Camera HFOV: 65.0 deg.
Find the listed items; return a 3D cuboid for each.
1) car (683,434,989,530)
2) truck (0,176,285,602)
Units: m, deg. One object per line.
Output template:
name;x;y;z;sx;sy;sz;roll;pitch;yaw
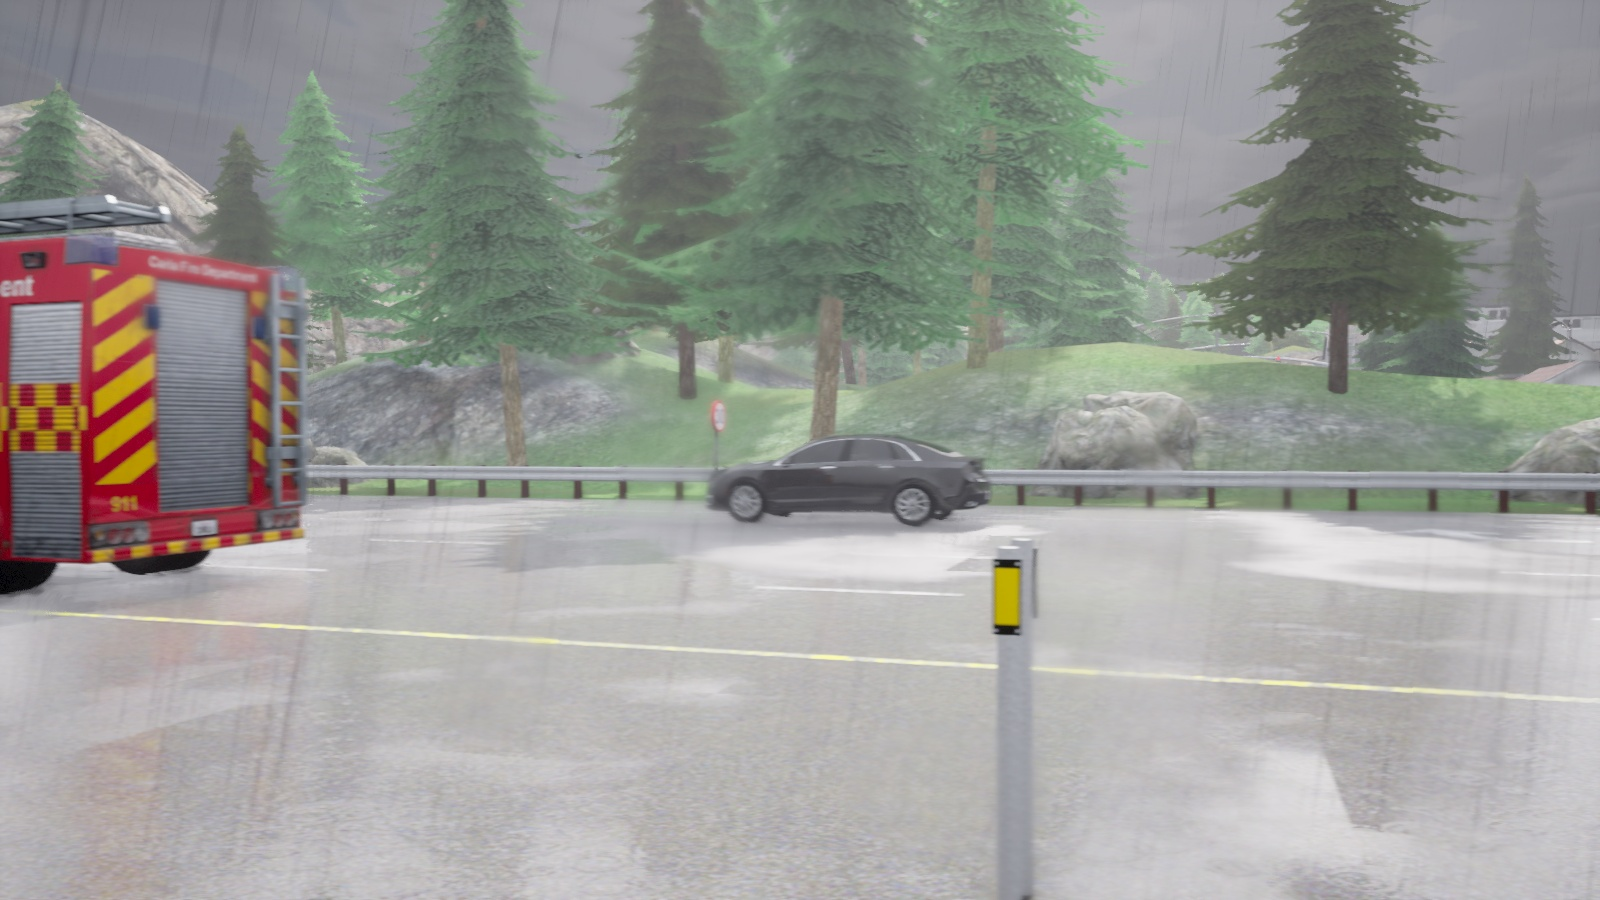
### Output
car;0.630;0.490;21.445;4.892;1.490;1.837;1;1;19
truck;-10.227;-0.601;14.003;8.468;3.827;2.891;1;1;19
